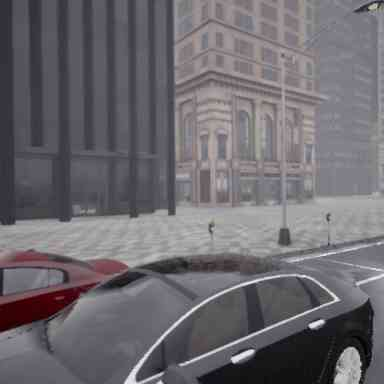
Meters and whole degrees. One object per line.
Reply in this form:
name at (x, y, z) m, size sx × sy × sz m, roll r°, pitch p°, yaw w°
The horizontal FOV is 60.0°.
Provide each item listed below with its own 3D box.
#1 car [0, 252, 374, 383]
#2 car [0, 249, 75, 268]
car at (-0.060, 1.489, 3.333) m, size 4.892 × 1.490 × 1.837 m, roll -1°, pitch 0°, yaw -35°
car at (-2.996, 1.544, 4.516) m, size 4.507 × 1.381 × 1.887 m, roll -1°, pitch 0°, yaw -35°
